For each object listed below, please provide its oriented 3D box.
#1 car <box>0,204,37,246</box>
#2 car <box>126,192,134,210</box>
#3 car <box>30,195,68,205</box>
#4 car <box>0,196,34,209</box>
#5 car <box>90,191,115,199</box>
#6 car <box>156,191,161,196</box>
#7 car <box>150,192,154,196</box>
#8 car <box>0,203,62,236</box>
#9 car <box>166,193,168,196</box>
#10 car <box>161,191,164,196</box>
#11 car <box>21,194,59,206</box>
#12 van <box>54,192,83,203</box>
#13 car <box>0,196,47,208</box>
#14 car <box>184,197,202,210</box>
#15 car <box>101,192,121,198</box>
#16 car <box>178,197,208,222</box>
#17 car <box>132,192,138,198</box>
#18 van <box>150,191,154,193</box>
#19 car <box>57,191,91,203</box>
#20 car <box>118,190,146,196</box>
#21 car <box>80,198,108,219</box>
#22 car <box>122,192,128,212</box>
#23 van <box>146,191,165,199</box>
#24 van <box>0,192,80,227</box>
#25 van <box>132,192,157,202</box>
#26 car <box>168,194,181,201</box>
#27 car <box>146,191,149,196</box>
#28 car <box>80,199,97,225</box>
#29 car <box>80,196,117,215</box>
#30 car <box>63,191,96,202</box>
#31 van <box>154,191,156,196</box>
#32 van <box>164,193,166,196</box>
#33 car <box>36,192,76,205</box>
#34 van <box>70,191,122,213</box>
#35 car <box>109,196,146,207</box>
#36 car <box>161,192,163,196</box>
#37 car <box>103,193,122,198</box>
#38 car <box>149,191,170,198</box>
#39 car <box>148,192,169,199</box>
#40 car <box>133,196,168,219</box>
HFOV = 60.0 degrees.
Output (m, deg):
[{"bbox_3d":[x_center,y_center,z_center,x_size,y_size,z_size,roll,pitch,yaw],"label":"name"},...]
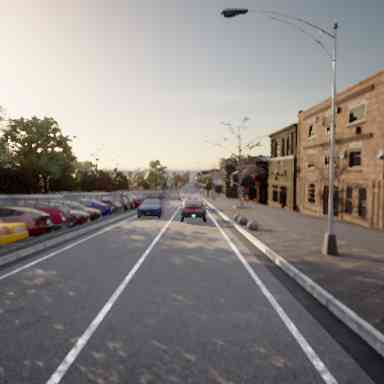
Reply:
[{"bbox_3d":[-9.058,1.389,12.459,5.366,1.575,1.946,0,0,0],"label":"car"},{"bbox_3d":[-8.860,1.172,34.884,4.553,1.767,2.185,0,0,0],"label":"car"},{"bbox_3d":[-21.957,1.259,51.213,4.792,1.488,2.163,0,0,0],"label":"car"},{"bbox_3d":[-21.982,1.277,40.109,4.892,1.521,2.231,0,0,0],"label":"car"},{"bbox_3d":[-21.983,0.754,81.748,5.566,2.045,2.435,0,1,0],"label":"car"},{"bbox_3d":[-8.886,0.940,60.114,5.566,2.045,2.435,0,0,0],"label":"car"},{"bbox_3d":[-8.900,1.227,51.704,4.892,1.521,2.231,0,0,0],"label":"car"},{"bbox_3d":[-8.904,1.410,15.262,4.792,1.488,2.163,0,0,0],"label":"car"},{"bbox_3d":[-8.925,1.029,79.746,5.008,1.535,2.097,0,1,0],"label":"car"},{"bbox_3d":[-8.953,1.149,71.335,4.792,1.488,2.163,0,1,0],"label":"car"},{"bbox_3d":[-22.014,1.115,48.435,4.553,1.767,2.185,0,0,0],"label":"car"},{"bbox_3d":[-22.110,0.968,59.538,4.442,1.987,1.878,0,0,0],"label":"van"},{"bbox_3d":[-21.793,1.261,42.885,5.366,1.575,1.946,0,0,0],"label":"car"},{"bbox_3d":[0.120,1.340,41.503,2.033,1.411,5.357,0,0,0],"label":"car"},{"bbox_3d":[-22.026,0.906,90.078,4.892,1.521,2.231,0,1,0],"label":"car"},{"bbox_3d":[0.113,1.370,25.192,1.837,1.490,4.892,0,0,0],"label":"car"},{"bbox_3d":[-8.863,1.160,37.688,4.553,1.767,2.185,0,0,0],"label":"car"},{"bbox_3d":[-9.025,0.989,54.507,4.442,1.987,1.878,0,0,0],"label":"van"},{"bbox_3d":[-22.024,0.931,62.314,5.566,2.045,2.435,0,0,0],"label":"car"},{"bbox_3d":[-8.868,1.022,40.490,5.566,2.045,2.435,0,0,0],"label":"car"},{"bbox_3d":[-8.853,1.374,23.672,4.792,1.488,2.163,0,0,0],"label":"car"},{"bbox_3d":[-8.920,1.184,32.081,4.553,1.767,2.185,0,0,0],"label":"car"},{"bbox_3d":[-9.050,0.769,82.547,4.442,1.987,1.878,0,1,0],"label":"van"},{"bbox_3d":[-8.760,1.143,18.065,4.442,1.987,1.878,0,0,0],"label":"van"},{"bbox_3d":[-9.033,0.953,62.915,4.442,1.987,1.878,0,0,0],"label":"van"},{"bbox_3d":[-3.216,1.142,69.000,2.128,1.511,4.902,0,0,0],"label":"car"},{"bbox_3d":[-8.870,1.011,43.294,5.566,2.045,2.435,0,0,0],"label":"car"},{"bbox_3d":[-8.850,1.386,20.869,4.792,1.488,2.163,0,0,0],"label":"car"},{"bbox_3d":[-8.879,1.333,26.475,5.008,1.535,2.097,0,0,0],"label":"car"},{"bbox_3d":[-21.969,0.914,65.090,5.566,2.045,2.435,0,0,0],"label":"car"},{"bbox_3d":[-9.028,0.977,57.310,4.442,1.987,1.878,0,0,0],"label":"van"},{"bbox_3d":[-8.812,0.836,76.937,4.442,1.987,1.878,0,1,0],"label":"van"},{"bbox_3d":[-22.017,0.966,53.987,5.566,2.045,2.435,0,0,0],"label":"car"},{"bbox_3d":[-8.770,1.095,29.278,4.442,1.987,1.878,0,0,0],"label":"van"},{"bbox_3d":[-8.899,1.290,46.098,4.674,1.452,2.002,0,0,0],"label":"car"},{"bbox_3d":[-8.918,1.182,68.527,4.674,1.452,2.002,0,0,0],"label":"car"},{"bbox_3d":[-22.051,0.901,92.853,4.792,1.488,2.163,0,1,0],"label":"car"},{"bbox_3d":[-8.912,0.642,90.956,5.566,2.045,2.435,0,1,0],"label":"car"},{"bbox_3d":[-8.753,0.924,88.155,5.366,1.575,1.946,0,1,0],"label":"car"},{"bbox_3d":[-3.333,1.331,27.760,1.882,1.535,5.008,0,0,0],"label":"car"}]
